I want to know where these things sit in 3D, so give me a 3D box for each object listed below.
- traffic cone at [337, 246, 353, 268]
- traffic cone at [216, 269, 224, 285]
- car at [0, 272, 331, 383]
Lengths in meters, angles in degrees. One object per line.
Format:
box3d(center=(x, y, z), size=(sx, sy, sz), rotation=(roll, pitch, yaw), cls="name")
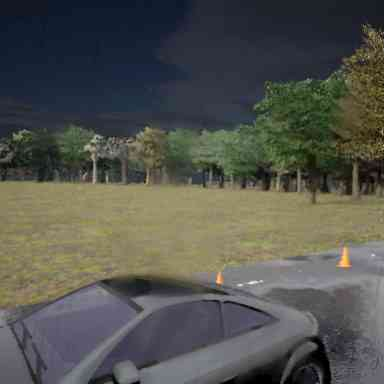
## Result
box3d(center=(4.639, 1.944, 10.060), size=(0.340, 0.580, 0.340), rotation=(0, 0, -36), cls="traffic cone")
box3d(center=(0.597, 1.952, 7.136), size=(0.340, 0.580, 0.340), rotation=(0, 0, -36), cls="traffic cone")
box3d(center=(-0.602, 1.564, 3.083), size=(4.181, 1.385, 1.994), rotation=(0, 0, -36), cls="car")
